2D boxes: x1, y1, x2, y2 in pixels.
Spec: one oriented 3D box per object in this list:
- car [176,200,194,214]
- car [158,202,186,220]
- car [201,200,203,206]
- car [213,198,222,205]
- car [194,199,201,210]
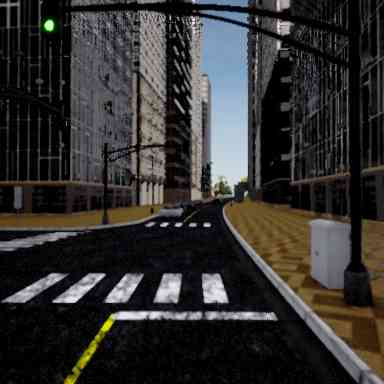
[{"bbox_3d":[-1.298,1.828,40.745,2.128,1.511,4.902,0,0,5],"label":"car"},{"bbox_3d":[-2.001,1.865,31.424,1.895,1.301,4.718,0,0,4],"label":"car"},{"bbox_3d":[0.957,2.034,61.679,2.033,1.411,5.357,0,0,8],"label":"car"},{"bbox_3d":[5.558,2.060,72.921,1.837,1.490,4.892,0,0,8],"label":"car"},{"bbox_3d":[-0.309,1.961,51.130,2.033,1.411,5.357,0,0,6],"label":"car"}]
